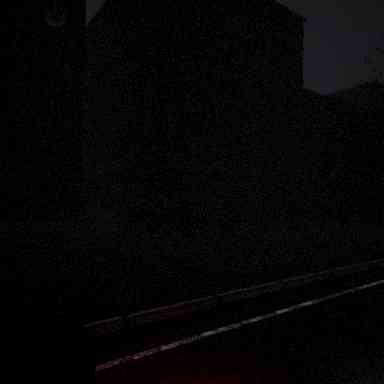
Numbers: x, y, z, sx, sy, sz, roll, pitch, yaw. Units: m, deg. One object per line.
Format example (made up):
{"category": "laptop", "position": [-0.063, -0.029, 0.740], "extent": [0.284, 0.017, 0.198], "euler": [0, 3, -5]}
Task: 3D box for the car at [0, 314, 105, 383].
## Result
{"category": "car", "position": [-2.798, 1.503, 1.384], "extent": [4.892, 1.490, 1.837], "euler": [0, 0, -35]}
